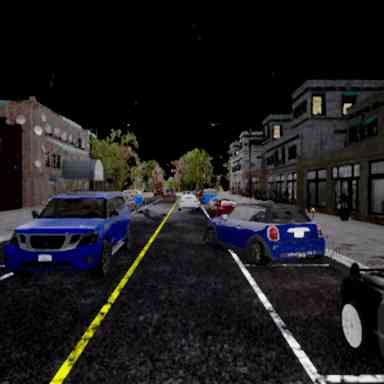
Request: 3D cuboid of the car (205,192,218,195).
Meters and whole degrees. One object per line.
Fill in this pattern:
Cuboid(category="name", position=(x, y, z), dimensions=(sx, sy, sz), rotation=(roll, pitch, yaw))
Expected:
Cuboid(category="car", position=(2.336, 0.977, 28.927), dimensions=(1.752, 1.417, 4.829), rotation=(1, 1, -1))

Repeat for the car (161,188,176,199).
Cuboid(category="car", position=(-3.713, 0.277, 56.597), dimensions=(2.097, 1.767, 4.553), rotation=(0, 1, -1))

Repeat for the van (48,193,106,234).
Cuboid(category="van", position=(-5.900, 1.008, 17.553), dimensions=(1.690, 1.788, 3.998), rotation=(1, 1, -1))

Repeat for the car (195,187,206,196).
Cuboid(category="car", position=(1.795, -0.086, 73.086), dimensions=(2.192, 1.841, 5.009), rotation=(1, 1, -1))

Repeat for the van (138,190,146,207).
Cuboid(category="van", position=(-6.109, 0.693, 34.177), dimensions=(1.690, 1.788, 3.998), rotation=(1, 1, -1))

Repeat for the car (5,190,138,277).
Cuboid(category="car", position=(-3.226, 1.031, 9.980), dimensions=(2.150, 2.045, 5.566), rotation=(0, 1, -1))

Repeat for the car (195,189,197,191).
Cuboid(category="car", position=(-0.574, 0.514, 53.133), dimensions=(1.812, 1.442, 4.674), rotation=(0, 1, -1))

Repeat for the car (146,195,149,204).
Cuboid(category="car", position=(-6.182, 0.797, 39.723), dimensions=(2.008, 1.369, 4.403), rotation=(1, 1, -1))

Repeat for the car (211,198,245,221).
Cuboid(category="car", position=(2.407, 1.142, 23.217), dimensions=(1.802, 1.307, 4.206), rotation=(1, 1, -1))

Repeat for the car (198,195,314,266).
Cuboid(category="car", position=(2.144, 1.141, 11.086), dimensions=(2.097, 1.767, 4.553), rotation=(0, 1, -22))

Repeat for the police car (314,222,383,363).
Cuboid(category="police car", position=(3.097, 1.366, 3.015), dimensions=(1.930, 1.638, 5.238), rotation=(0, 1, -1))

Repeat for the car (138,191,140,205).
Cuboid(category="car", position=(-6.041, 0.897, 28.638), dimensions=(1.967, 1.590, 4.097), rotation=(1, 1, -1))

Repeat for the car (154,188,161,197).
Cuboid(category="car", position=(-6.527, 0.025, 67.428), dimensions=(2.192, 1.841, 5.009), rotation=(1, 1, -1))

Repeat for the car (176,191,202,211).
Cuboid(category="car", position=(-0.307, 0.935, 31.160), dimensions=(1.812, 1.442, 4.674), rotation=(0, 1, 0))

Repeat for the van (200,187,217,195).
Cuboid(category="van", position=(2.200, 0.585, 39.838), dimensions=(1.690, 1.788, 3.998), rotation=(1, 1, -1))

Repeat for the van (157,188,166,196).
Cuboid(category="van", position=(-6.610, -0.058, 72.969), dimensions=(1.690, 1.788, 3.998), rotation=(1, 1, -1))

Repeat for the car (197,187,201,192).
Cuboid(category="car", position=(1.920, 0.257, 62.006), dimensions=(1.967, 1.590, 4.097), rotation=(1, 1, -1))
